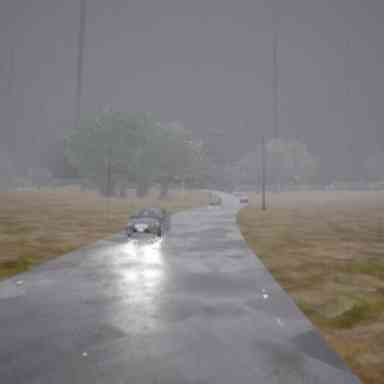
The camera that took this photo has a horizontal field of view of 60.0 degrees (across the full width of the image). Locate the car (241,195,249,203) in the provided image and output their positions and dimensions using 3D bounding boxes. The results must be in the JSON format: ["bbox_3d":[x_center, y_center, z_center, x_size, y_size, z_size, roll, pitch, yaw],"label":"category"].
[{"bbox_3d":[13.387,1.680,83.958,1.801,1.575,5.366,-2,2,8],"label":"car"}]

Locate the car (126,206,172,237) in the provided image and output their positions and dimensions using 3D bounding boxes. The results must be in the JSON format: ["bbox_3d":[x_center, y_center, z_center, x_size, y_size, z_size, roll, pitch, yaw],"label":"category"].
[{"bbox_3d":[-2.295,1.582,18.590,2.128,1.511,4.902,0,0,4],"label":"car"}]

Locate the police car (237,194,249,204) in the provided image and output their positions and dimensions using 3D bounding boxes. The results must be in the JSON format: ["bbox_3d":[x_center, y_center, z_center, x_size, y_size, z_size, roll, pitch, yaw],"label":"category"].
[{"bbox_3d":[11.671,1.780,73.919,1.930,1.638,5.238,0,0,11],"label":"police car"}]

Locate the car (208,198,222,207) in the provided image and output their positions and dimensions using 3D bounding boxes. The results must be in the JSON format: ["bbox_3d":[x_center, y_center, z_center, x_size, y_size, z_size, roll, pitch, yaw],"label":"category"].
[{"bbox_3d":[4.213,1.858,59.339,2.033,1.411,5.357,0,0,14],"label":"car"}]
